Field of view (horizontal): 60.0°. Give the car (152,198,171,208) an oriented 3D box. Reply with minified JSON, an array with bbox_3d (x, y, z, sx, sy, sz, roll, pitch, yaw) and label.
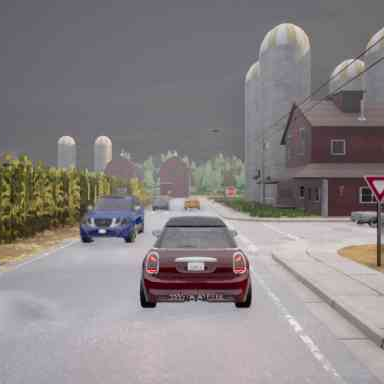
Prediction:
[{"bbox_3d":[-3.592,1.505,39.391,1.837,1.490,4.892,0,0,0],"label":"car"}]

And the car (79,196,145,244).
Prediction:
[{"bbox_3d":[-3.621,1.221,16.174,2.150,2.045,5.566,0,0,0],"label":"car"}]

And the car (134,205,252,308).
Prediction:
[{"bbox_3d":[0.075,1.352,8.082,2.097,1.767,4.553,0,0,0],"label":"car"}]

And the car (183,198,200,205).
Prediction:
[{"bbox_3d":[-0.067,1.478,44.189,1.882,1.535,5.008,0,0,-4],"label":"car"}]

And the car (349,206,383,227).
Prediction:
[{"bbox_3d":[12.935,1.574,21.717,4.718,1.301,1.895,0,0,-1],"label":"car"}]
